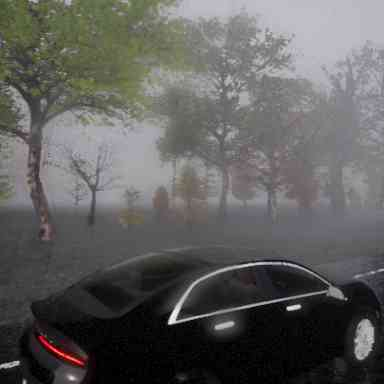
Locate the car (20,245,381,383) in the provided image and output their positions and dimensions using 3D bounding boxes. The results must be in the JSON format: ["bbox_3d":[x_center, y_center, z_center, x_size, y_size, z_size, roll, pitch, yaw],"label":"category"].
[{"bbox_3d":[0.552,1.462,4.268,4.892,1.490,1.837,1,-1,-36],"label":"car"}]
